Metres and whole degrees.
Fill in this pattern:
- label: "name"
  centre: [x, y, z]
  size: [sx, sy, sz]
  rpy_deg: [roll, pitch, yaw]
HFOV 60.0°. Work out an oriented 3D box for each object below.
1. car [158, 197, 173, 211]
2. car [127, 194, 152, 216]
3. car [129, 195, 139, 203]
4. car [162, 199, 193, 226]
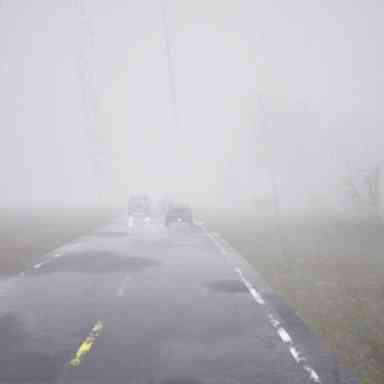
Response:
- label: "car"
  centre: [-3.159, 1.362, 41.832]
  size: [2.097, 1.767, 4.553]
  rpy_deg: [0, 0, -8]
- label: "car"
  centre: [-5.164, 1.234, 32.998]
  size: [2.150, 2.045, 5.566]
  rpy_deg: [0, 0, -7]
- label: "car"
  centre: [-12.717, 1.491, 72.852]
  size: [1.882, 1.535, 5.008]
  rpy_deg: [0, 0, -15]
- label: "car"
  centre: [-0.984, 1.511, 23.352]
  size: [1.837, 1.490, 4.892]
  rpy_deg: [0, 0, -5]
